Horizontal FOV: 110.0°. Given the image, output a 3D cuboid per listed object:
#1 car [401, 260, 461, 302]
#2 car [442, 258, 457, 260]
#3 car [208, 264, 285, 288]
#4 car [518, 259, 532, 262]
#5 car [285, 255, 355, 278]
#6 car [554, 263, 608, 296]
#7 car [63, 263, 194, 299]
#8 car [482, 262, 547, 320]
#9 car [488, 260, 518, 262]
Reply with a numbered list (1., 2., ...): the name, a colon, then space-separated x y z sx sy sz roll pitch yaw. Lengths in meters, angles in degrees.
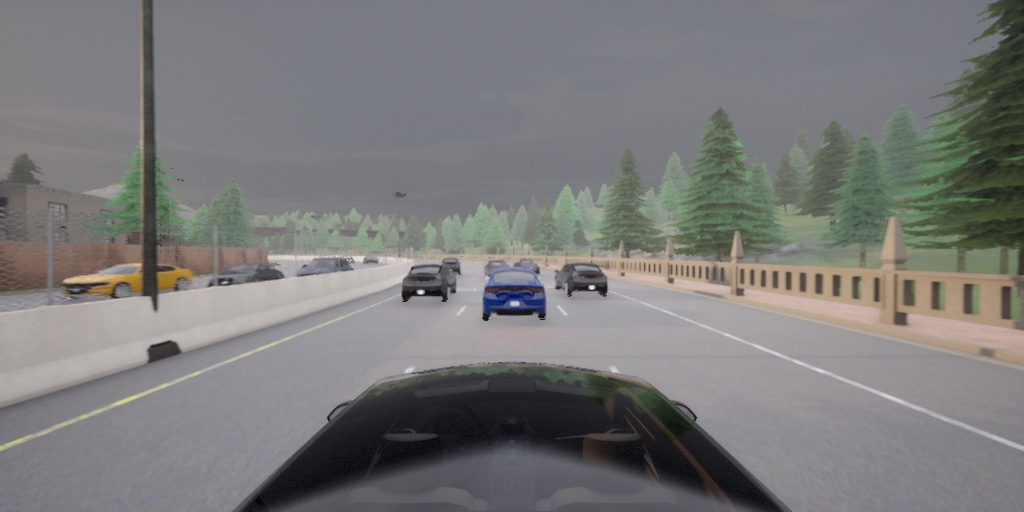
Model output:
1. car: -3.593 1.112 16.106 1.837 1.490 4.892 0 0 -3
2. car: -5.776 0.943 33.251 1.837 1.490 4.892 0 1 -12
3. car: -14.600 1.133 20.008 1.994 1.385 4.181 0 1 -5
4. car: 1.229 0.996 33.831 1.994 1.385 4.181 0 1 -11
5. car: -11.238 0.905 21.624 2.097 1.767 4.553 0 1 -6
6. car: 3.308 1.095 17.878 1.837 1.490 4.892 0 0 -3
7. car: -17.861 1.075 17.056 1.882 1.535 5.008 0 1 -4
8. car: 0.034 1.124 12.227 1.882 1.535 5.008 0 0 -1
9. car: -1.195 1.039 27.818 2.033 1.411 5.357 0 1 -9
